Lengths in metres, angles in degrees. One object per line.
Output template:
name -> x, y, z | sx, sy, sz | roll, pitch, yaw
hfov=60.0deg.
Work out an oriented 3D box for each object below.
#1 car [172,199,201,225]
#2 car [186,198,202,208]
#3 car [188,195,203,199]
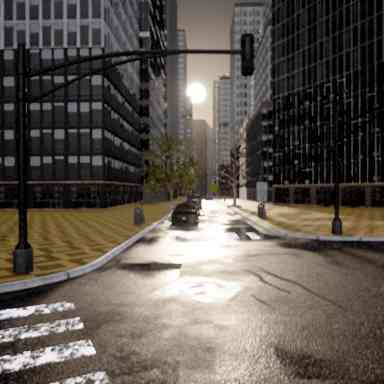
car -> -0.463, 1.566, 25.429 | 1.882, 1.535, 5.008 | 0, 0, 2
car -> -0.116, 1.651, 35.643 | 1.812, 1.442, 4.674 | 0, 0, 2
car -> 0.362, 1.402, 49.616 | 2.150, 2.045, 5.566 | 0, 0, 2
